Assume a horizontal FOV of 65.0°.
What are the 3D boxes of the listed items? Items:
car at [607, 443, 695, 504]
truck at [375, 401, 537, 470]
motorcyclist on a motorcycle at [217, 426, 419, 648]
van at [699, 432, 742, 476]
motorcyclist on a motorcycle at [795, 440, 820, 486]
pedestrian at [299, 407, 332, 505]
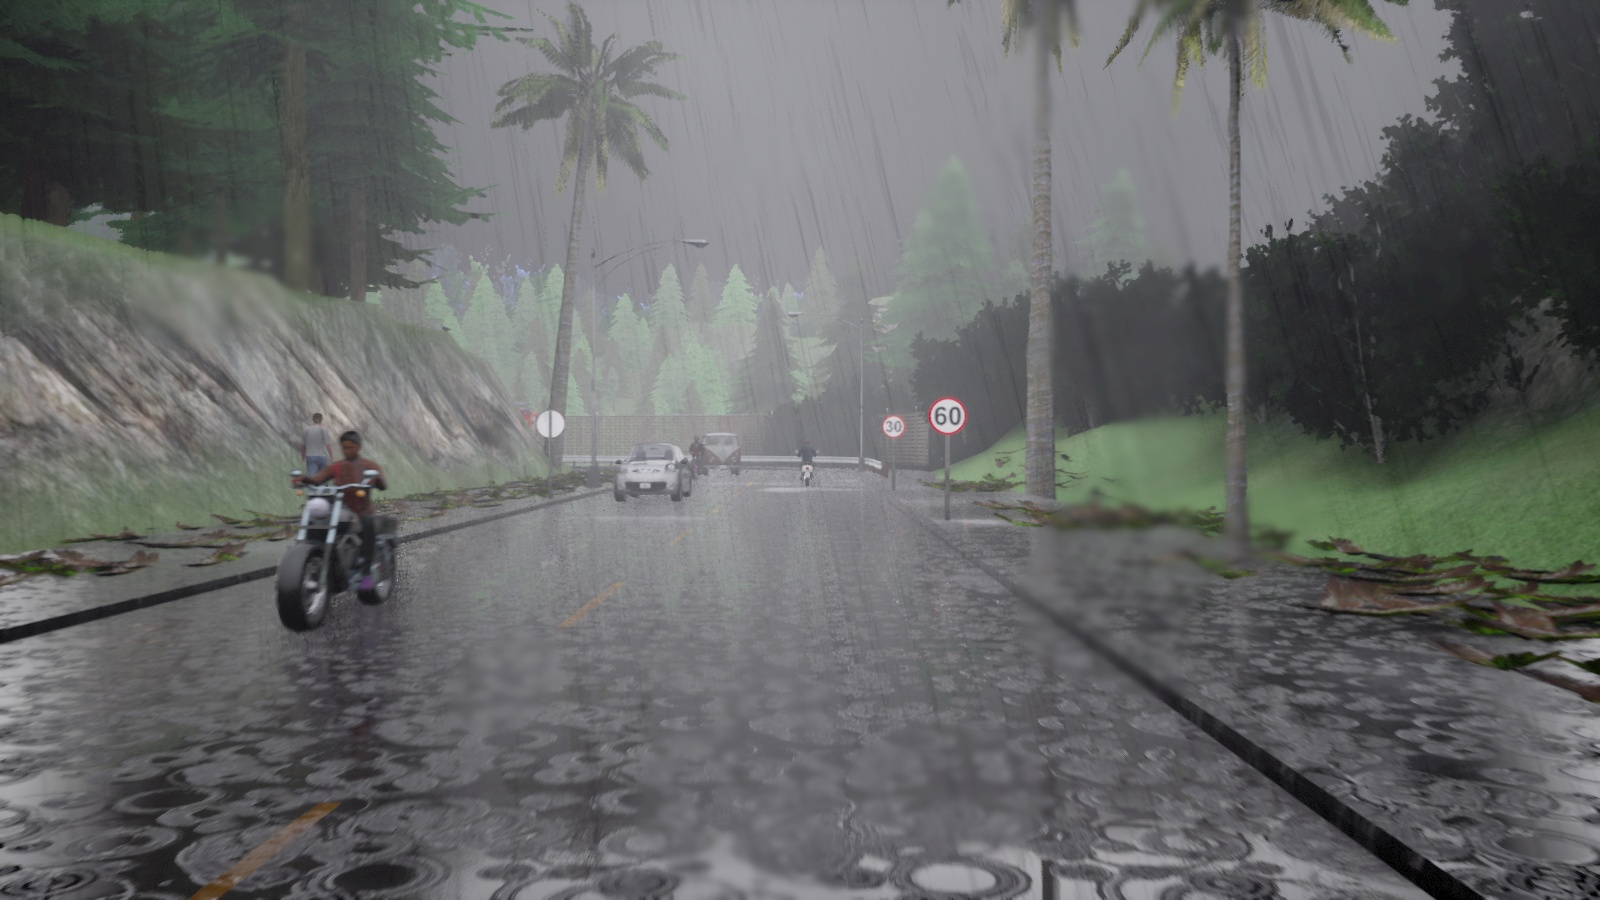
[{"bbox_3d":[-3.806,0.574,32.609,1.845,1.501,3.633,0,0,0],"label":"car"},{"bbox_3d":[-19.447,-0.836,71.358,8.468,3.827,2.891,0,0,-1],"label":"truck"},{"bbox_3d":[-3.927,0.634,10.481,0.766,1.649,2.350,0,1,0],"label":"motorcyclist on a motorcycle"},{"bbox_3d":[-3.757,0.165,58.772,1.775,1.987,4.442,0,0,-7],"label":"van"},{"bbox_3d":[0.256,0.450,44.399,0.866,1.590,1.817,0,0,0],"label":"motorcyclist on a motorcycle"},{"bbox_3d":[-9.165,0.111,23.785,0.354,1.836,0.706,0,0,0],"label":"pedestrian"}]
